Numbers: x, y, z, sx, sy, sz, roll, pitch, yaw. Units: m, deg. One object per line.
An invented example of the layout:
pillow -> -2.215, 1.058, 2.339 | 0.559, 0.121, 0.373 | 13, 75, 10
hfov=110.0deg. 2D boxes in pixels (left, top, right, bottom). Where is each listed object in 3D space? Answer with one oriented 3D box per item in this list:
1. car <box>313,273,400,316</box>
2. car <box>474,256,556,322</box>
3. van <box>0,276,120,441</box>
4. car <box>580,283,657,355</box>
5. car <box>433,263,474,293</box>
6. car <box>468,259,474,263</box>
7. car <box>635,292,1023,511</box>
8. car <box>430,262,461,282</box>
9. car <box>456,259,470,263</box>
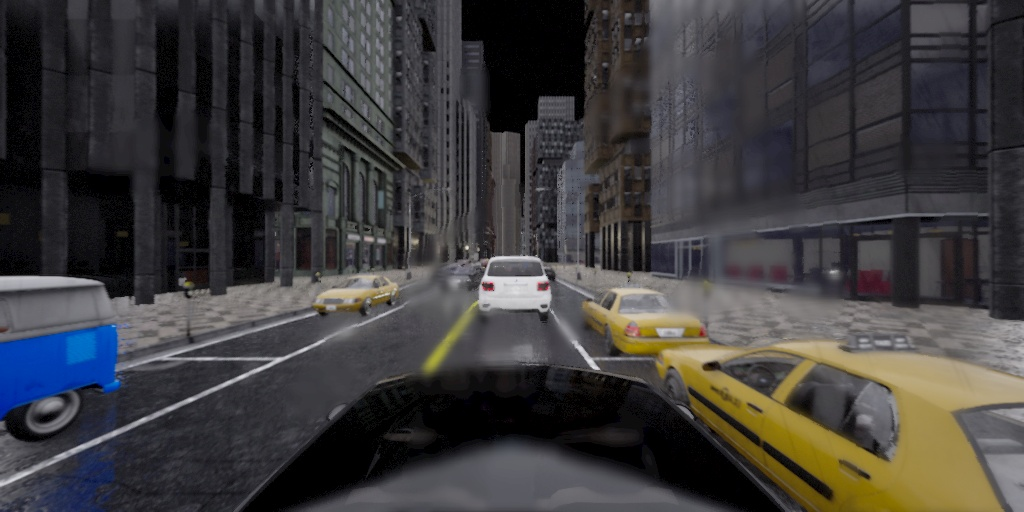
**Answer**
car -> -5.766, 1.344, 13.830 | 1.751, 1.417, 4.829 | 0, 0, 0
car -> 0.050, 1.032, 12.663 | 2.150, 2.045, 5.566 | 0, 0, -1
van -> -5.763, 1.096, 2.782 | 1.690, 1.789, 3.998 | 0, 0, 0
car -> 2.761, 1.312, 8.570 | 1.751, 1.417, 4.829 | 0, 0, 0
car -> -3.098, 1.360, 22.017 | 2.128, 1.511, 4.902 | 0, 0, 0
car -> -5.772, 1.307, 42.047 | 2.192, 1.841, 5.009 | 0, 0, 0
car -> 2.762, 1.281, 2.962 | 1.751, 1.417, 4.829 | 0, 0, 0
car -> -5.769, 1.489, 30.828 | 1.948, 1.339, 4.313 | 0, 0, 0
car -> -5.770, 1.397, 36.438 | 1.967, 1.591, 4.097 | 0, 0, 0
